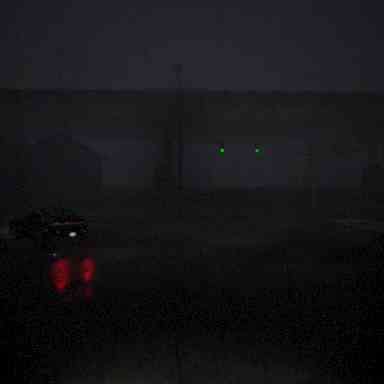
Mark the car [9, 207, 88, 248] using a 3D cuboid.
[{"bbox_3d":[-6.424,1.438,14.701,4.902,1.511,2.128,0,0,44],"label":"car"}]
